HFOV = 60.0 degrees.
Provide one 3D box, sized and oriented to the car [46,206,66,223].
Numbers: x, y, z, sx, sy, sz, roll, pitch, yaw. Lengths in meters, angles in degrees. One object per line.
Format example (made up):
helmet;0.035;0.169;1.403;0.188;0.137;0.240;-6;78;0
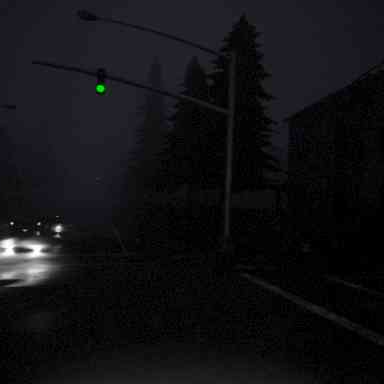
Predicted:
car;-12.964;2.068;31.318;1.837;1.490;4.892;3;-2;-15

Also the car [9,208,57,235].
car;-10.306;1.969;21.548;1.895;1.301;4.718;3;-2;-15
